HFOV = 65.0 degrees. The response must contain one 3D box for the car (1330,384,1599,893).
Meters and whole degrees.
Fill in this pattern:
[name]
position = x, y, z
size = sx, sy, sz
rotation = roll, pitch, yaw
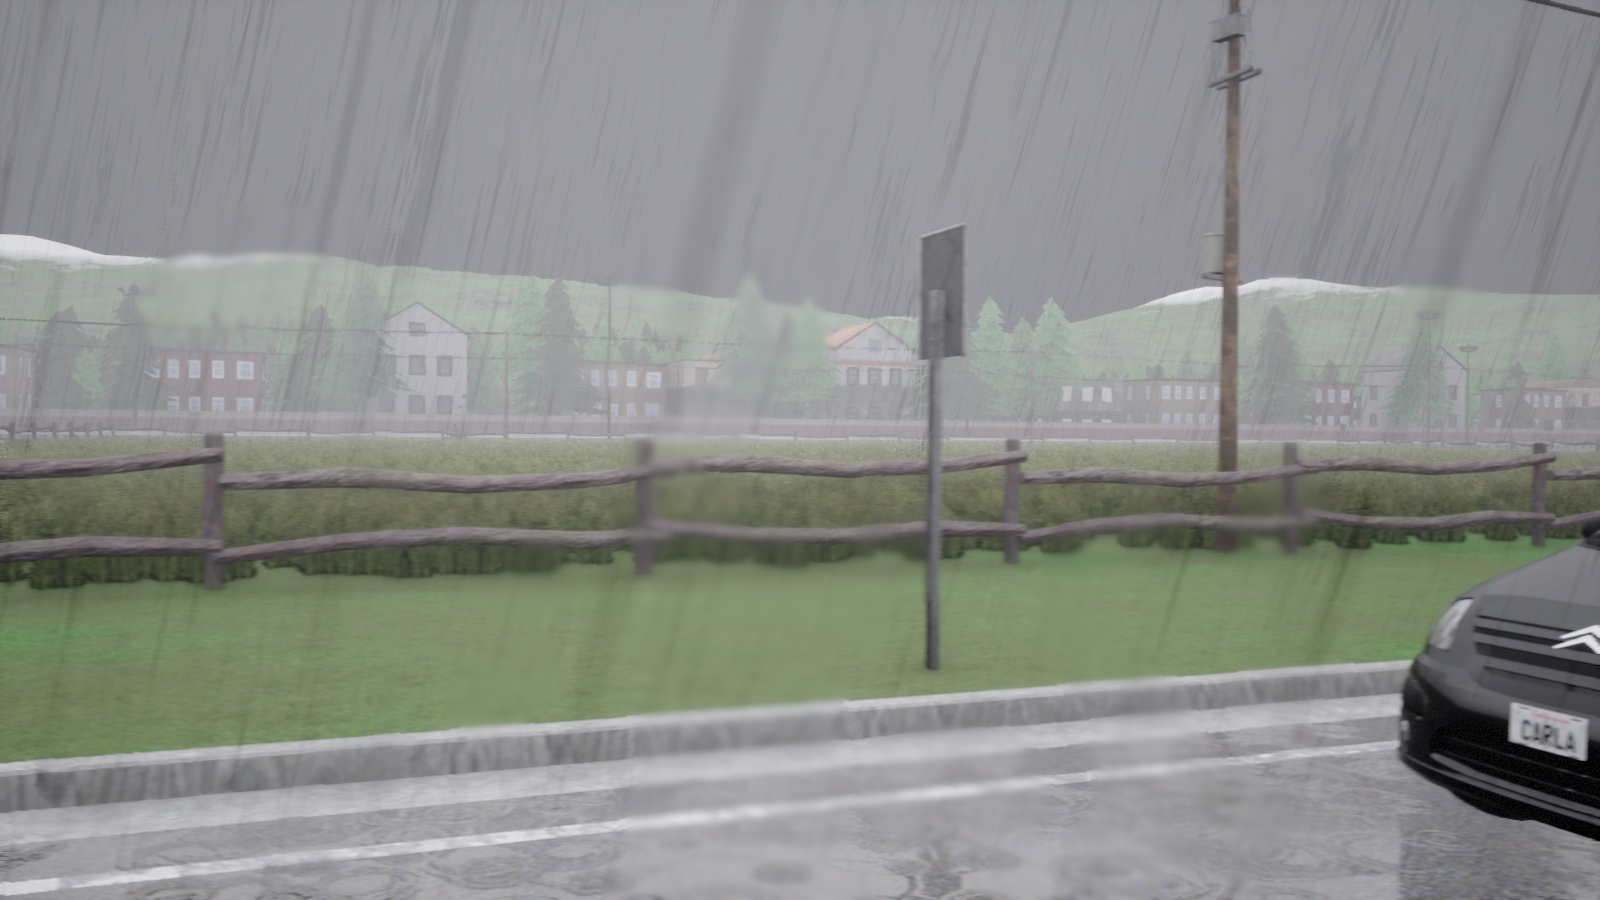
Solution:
[car]
position = 4.321, 0.563, 4.879
size = 3.988, 1.617, 1.851
rotation = -1, 1, -21
